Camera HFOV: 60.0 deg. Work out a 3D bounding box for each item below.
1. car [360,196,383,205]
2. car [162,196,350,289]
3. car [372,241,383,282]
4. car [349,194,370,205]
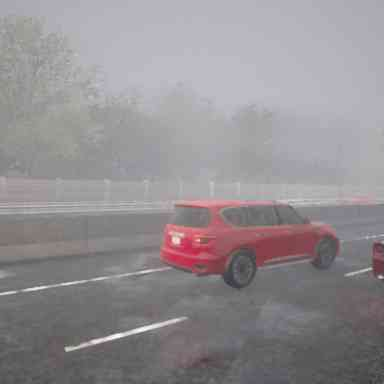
[{"bbox_3d":[24.440,1.620,42.897,5.357,1.411,2.033,0,0,-35],"label":"car"},{"bbox_3d":[1.826,1.229,9.411,5.566,2.045,2.150,0,0,-35],"label":"car"},{"bbox_3d":[6.555,1.487,8.458,5.008,1.535,1.882,0,0,-35],"label":"car"},{"bbox_3d":[22.807,1.299,46.026,5.566,2.045,2.150,1,0,-35],"label":"car"}]
